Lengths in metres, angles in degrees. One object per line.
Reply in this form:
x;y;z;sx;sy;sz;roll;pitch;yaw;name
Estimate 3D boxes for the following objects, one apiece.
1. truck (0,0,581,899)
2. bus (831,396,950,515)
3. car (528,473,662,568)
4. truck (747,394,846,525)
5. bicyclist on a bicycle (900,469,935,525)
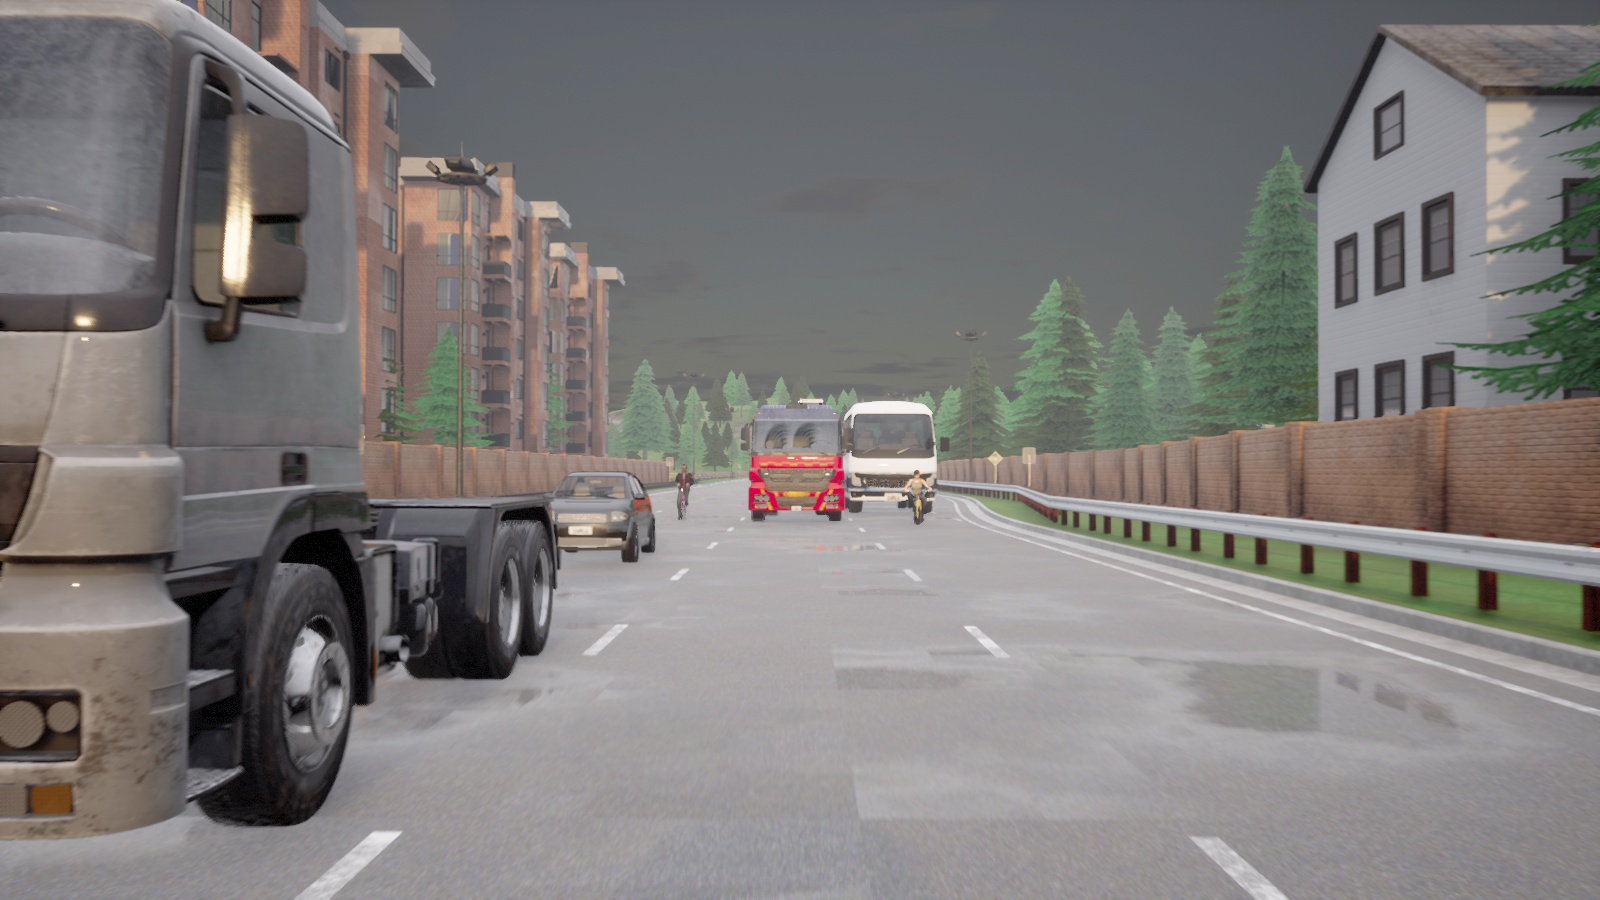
-3.523;-0.019;7.992;2.891;3.462;7.936;0;-1;0;truck
3.373;0.261;50.040;3.944;4.253;10.273;0;-1;0;bus
-3.555;1.182;22.367;1.789;1.549;3.705;0;-1;0;car
-0.104;0.335;40.983;2.891;3.827;8.468;0;-1;0;truck
3.411;1.348;36.514;0.866;1.612;1.509;0;-1;0;bicyclist on a bicycle
